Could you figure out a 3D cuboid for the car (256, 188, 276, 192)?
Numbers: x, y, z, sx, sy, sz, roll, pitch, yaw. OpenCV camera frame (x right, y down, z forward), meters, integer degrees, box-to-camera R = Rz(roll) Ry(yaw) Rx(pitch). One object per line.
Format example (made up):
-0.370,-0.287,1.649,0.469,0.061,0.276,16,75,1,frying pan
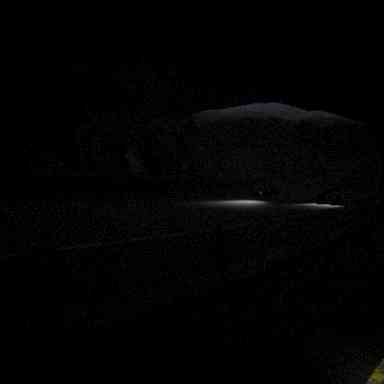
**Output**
9.046,-0.181,39.962,2.128,1.511,4.902,4,3,29,car

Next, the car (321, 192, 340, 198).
15.154,0.215,36.565,1.994,1.385,4.181,4,3,29,car
